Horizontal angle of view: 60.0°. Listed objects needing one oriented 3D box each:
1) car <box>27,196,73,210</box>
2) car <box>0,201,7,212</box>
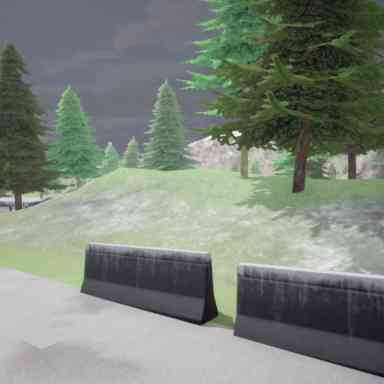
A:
[{"bbox_3d":[-18.452,1.372,42.769,5.008,1.535,1.882,0,0,-42],"label":"car"},{"bbox_3d":[-21.855,1.395,34.364,2.128,1.511,4.902,0,0,42],"label":"car"}]
